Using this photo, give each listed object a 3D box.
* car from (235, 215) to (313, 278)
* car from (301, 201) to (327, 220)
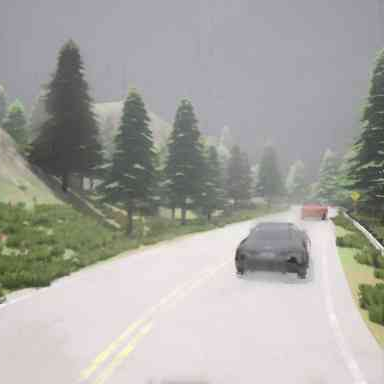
[{"bbox_3d":[2.695,1.649,10.625,1.994,1.385,4.181,-1,-1,20],"label":"car"},{"bbox_3d":[11.686,1.655,31.688,2.097,1.767,4.553,-2,-1,25],"label":"car"}]
